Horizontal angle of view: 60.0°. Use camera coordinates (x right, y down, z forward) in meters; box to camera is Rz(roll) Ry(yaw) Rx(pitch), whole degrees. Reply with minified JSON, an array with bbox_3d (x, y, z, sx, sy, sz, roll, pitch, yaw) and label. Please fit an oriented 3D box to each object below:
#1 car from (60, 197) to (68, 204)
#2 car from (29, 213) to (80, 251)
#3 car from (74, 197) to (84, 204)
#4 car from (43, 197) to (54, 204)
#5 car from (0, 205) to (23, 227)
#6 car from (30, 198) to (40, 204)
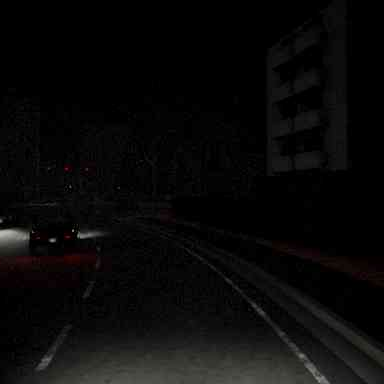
[{"bbox_3d":[-31.611,2.225,82.093,1.994,1.385,4.181,0,-1,-21],"label":"car"},{"bbox_3d":[-6.069,1.671,14.853,1.812,1.442,4.674,0,0,-19],"label":"car"},{"bbox_3d":[-28.231,2.165,83.050,1.837,1.490,4.892,0,-1,-21],"label":"car"},{"bbox_3d":[-36.662,2.378,85.552,1.994,1.385,4.181,0,-1,-21],"label":"car"},{"bbox_3d":[-13.849,1.739,24.820,2.128,1.511,4.902,0,-1,-22],"label":"car"},{"bbox_3d":[-39.936,2.341,84.314,1.812,1.442,4.674,0,-1,-21],"label":"car"}]
